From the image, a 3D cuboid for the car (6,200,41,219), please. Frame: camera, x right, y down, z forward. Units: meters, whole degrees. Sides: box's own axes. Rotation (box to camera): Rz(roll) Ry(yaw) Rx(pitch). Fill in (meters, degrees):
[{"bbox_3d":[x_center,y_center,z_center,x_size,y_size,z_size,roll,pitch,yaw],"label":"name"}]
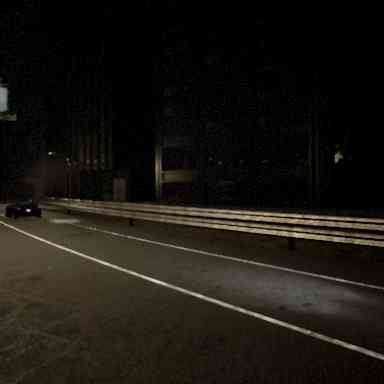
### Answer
[{"bbox_3d":[-13.546,1.348,26.645,1.994,1.385,4.181,0,1,-38],"label":"car"}]
